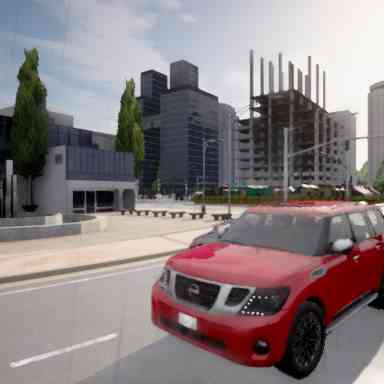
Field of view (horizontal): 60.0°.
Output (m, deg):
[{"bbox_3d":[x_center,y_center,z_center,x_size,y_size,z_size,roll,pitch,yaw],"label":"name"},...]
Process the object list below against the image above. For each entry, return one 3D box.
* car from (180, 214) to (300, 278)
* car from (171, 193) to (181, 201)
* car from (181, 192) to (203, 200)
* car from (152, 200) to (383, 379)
[{"bbox_3d":[1.760,1.559,10.975,1.994,1.385,4.181,0,0,41],"label":"car"},{"bbox_3d":[-2.354,1.130,76.699,1.905,1.878,3.866,0,0,37],"label":"car"},{"bbox_3d":[-0.055,1.369,74.938,1.970,1.475,3.806,0,0,37],"label":"car"},{"bbox_3d":[1.909,1.218,6.001,5.566,2.045,2.150,0,0,-45],"label":"car"}]
